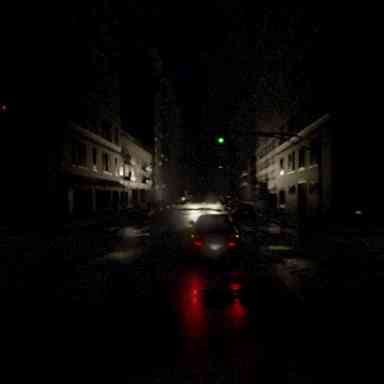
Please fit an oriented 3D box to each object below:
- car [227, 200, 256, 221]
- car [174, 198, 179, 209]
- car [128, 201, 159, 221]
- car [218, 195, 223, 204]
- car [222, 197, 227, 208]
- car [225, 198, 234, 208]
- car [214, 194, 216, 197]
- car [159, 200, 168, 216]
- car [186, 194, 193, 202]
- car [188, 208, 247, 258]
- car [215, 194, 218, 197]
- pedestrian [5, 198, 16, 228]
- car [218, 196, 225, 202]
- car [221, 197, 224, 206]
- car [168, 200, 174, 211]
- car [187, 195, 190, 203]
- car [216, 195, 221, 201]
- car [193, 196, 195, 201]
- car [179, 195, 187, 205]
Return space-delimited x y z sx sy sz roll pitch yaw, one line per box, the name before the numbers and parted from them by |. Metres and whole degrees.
car | 4.272 1.610 27.757 1.947 1.339 4.313 0 0 3
car | -3.316 1.692 44.790 1.887 1.381 4.507 0 0 3
car | -4.240 1.693 28.228 1.802 1.307 4.206 0 0 3
car | 5.812 1.670 55.368 1.947 1.339 4.313 0 0 3
car | 4.888 1.620 38.802 2.008 1.369 4.403 0 0 3
car | 4.580 1.601 33.280 1.887 1.381 4.507 0 0 3
car | 7.661 1.736 88.501 1.947 1.339 4.313 0 0 3
car | -3.932 1.689 33.749 1.947 1.339 4.313 0 0 3
car | -1.468 1.781 77.915 1.947 1.339 4.313 0 0 3
car | 0.862 1.556 12.782 1.812 1.442 4.674 0 0 3
car | 7.045 1.714 77.457 1.947 1.339 4.313 0 0 3
pedestrian | -11.392 1.294 20.796 0.375 1.860 0.375 0 -1 3
car | 7.353 1.741 82.979 1.802 1.307 4.206 0 0 3
car | 5.196 1.626 44.324 1.887 1.381 4.507 0 0 3
car | -3.624 1.686 39.270 2.008 1.369 4.403 0 0 3
car | -2.084 1.760 66.873 1.947 1.339 4.313 0 0 3
car | 6.429 1.678 66.412 2.008 1.369 4.403 0 0 3
car | -1.159 1.541 83.436 2.192 1.841 5.009 0 0 3
car | -2.401 1.707 61.183 1.752 1.417 4.829 0 0 3
